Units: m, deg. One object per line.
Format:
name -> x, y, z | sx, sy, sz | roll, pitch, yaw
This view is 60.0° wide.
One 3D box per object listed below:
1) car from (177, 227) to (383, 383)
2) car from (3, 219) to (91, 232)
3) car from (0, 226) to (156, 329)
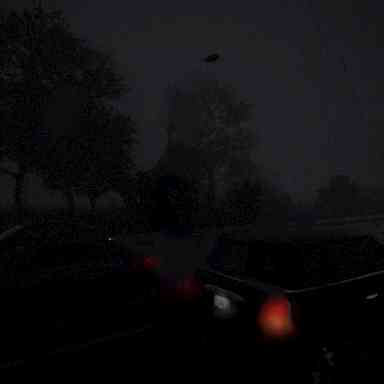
car -> 2.090, 1.350, 5.237 | 4.553, 1.767, 2.097 | 0, 0, -35
car -> -4.469, 1.525, 9.404 | 4.674, 1.442, 1.812 | 0, 0, -36
car -> -2.793, 1.564, 6.300 | 4.181, 1.385, 1.994 | 0, 0, -36
